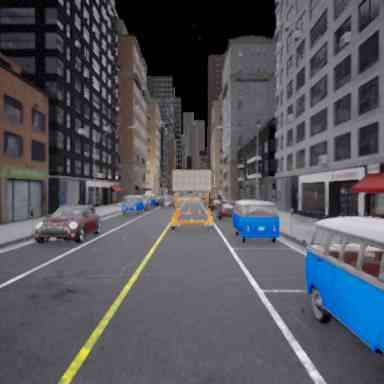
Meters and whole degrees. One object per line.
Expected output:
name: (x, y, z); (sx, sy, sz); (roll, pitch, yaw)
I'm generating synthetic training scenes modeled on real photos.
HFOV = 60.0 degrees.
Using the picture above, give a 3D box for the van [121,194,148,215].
van: (-5.663, 1.229, 32.084); (1.690, 1.788, 3.998); (0, 0, 0)

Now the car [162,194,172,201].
car: (-5.654, 1.189, 76.094); (1.967, 1.590, 4.097); (0, 0, 0)

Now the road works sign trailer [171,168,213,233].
road works sign trailer: (0.004, 0.397, 19.253); (2.380, 3.560, 2.880); (0, 0, 0)

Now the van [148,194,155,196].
van: (-5.660, 1.192, 43.086); (1.690, 1.788, 3.998); (0, 0, 0)

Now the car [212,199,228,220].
car: (2.862, 1.488, 26.581); (1.802, 1.307, 4.206); (0, 0, 0)

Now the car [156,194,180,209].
car: (-3.073, 1.342, 43.217); (2.128, 1.511, 4.902); (0, 0, 0)

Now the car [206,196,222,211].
car: (2.865, 1.451, 37.583); (1.802, 1.307, 4.206); (0, 0, 0)

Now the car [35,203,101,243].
car: (-5.666, 1.386, 15.580); (1.967, 1.590, 4.097); (0, 0, 0)

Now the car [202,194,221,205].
car: (2.865, 1.165, 43.084); (2.192, 1.841, 5.009); (0, 0, 0)

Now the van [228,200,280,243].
van: (2.859, 1.286, 15.577); (1.690, 1.788, 3.998); (0, 0, 0)

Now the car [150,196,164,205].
car: (-5.657, 1.398, 54.090); (1.802, 1.307, 4.206); (0, 0, 0)

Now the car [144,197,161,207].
car: (-5.659, 1.399, 48.588); (1.947, 1.339, 4.313); (0, 0, 0)

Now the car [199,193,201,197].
car: (2.870, 1.331, 65.090); (2.008, 1.369, 4.403); (0, 0, 0)

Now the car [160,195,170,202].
car: (-5.655, 1.347, 70.593); (1.802, 1.307, 4.206); (0, 0, 0)

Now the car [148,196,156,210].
car: (-5.661, 1.420, 37.585); (2.008, 1.369, 4.403); (0, 0, 0)

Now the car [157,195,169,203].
car: (-5.655, 1.347, 65.092); (1.947, 1.339, 4.313); (0, 0, 0)

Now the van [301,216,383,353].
van: (2.857, 1.324, 4.575); (1.690, 1.788, 3.998); (0, 0, 0)
